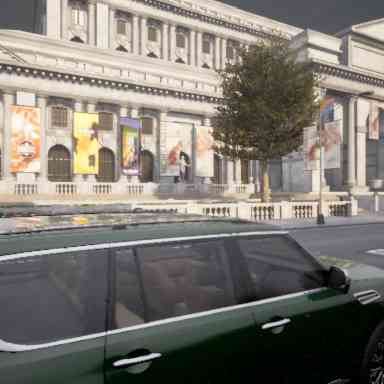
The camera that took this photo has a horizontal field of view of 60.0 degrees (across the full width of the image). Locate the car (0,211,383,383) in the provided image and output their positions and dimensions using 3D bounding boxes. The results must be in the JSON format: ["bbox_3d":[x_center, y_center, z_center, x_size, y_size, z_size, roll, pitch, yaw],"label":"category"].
[{"bbox_3d":[-0.002,1.224,3.381,5.566,2.045,2.150,0,0,-32],"label":"car"}]
